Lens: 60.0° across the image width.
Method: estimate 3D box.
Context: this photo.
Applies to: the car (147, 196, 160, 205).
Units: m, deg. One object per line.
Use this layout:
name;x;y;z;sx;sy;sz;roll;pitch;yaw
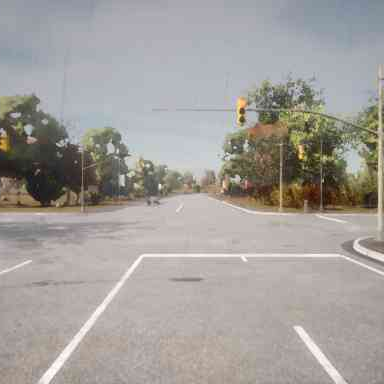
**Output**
car;-7.000;1.458;60.434;1.812;1.442;4.674;0;0;0
